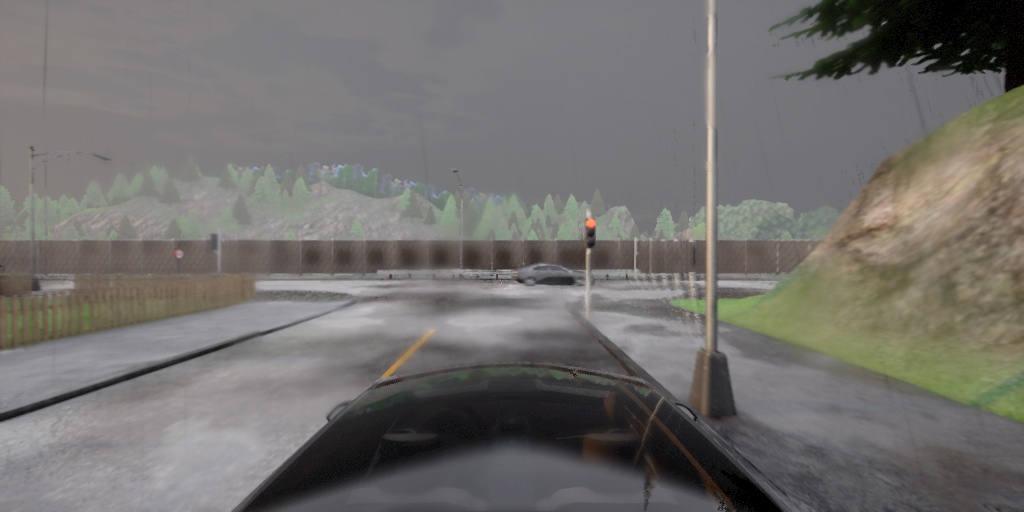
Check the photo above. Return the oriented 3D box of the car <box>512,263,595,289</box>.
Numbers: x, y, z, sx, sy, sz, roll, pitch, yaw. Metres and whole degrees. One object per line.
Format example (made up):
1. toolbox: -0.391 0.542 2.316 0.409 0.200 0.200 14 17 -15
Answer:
1. car: 2.429 1.179 21.342 4.902 1.511 2.128 1 0 0
